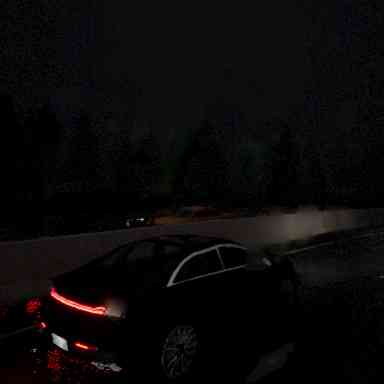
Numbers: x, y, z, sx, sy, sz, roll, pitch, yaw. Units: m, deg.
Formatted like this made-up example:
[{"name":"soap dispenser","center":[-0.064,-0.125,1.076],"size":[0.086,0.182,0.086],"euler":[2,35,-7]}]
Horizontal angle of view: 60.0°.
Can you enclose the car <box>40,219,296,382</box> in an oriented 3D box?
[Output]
[{"name":"car","center":[0.088,1.478,5.577],"size":[2.128,1.511,4.902],"euler":[0,0,40]}]

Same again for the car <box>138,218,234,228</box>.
[{"name":"car","center":[0.011,1.446,16.059],"size":[5.008,1.535,1.882],"euler":[0,0,-45]}]
